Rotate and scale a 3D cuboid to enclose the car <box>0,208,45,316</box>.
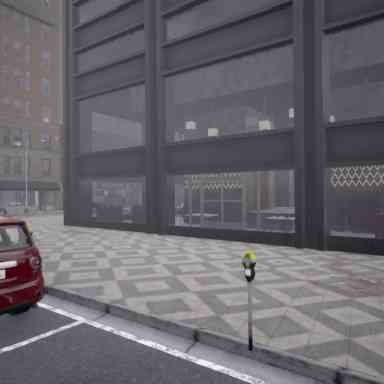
[{"bbox_3d":[-4.828,1.317,6.295,5.009,1.841,2.192,0,-1,35],"label":"car"}]

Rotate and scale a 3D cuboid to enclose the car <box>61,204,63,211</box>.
[{"bbox_3d":[-12.570,1.471,39.237,2.150,2.045,5.566,-1,-1,36],"label":"car"}]

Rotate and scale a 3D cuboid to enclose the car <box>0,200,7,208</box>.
[{"bbox_3d":[-19.250,1.503,29.964,2.097,1.767,4.553,-1,-1,36],"label":"car"}]
